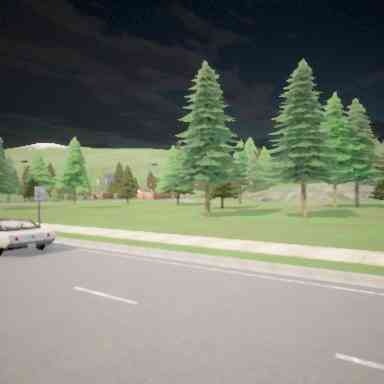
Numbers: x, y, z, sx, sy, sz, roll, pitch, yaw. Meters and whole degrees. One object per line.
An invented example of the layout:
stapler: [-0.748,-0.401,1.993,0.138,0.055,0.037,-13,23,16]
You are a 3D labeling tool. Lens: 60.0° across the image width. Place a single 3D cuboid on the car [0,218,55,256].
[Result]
car: [-7.796,1.735,13.750,4.718,1.301,1.895,-1,0,36]
